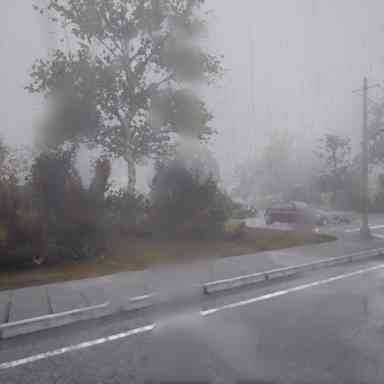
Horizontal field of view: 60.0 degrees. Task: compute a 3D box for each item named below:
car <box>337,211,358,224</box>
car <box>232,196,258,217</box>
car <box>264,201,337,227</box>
[{"bbox_3d":[10.160,1.698,25.830,1.895,1.301,4.718,0,-1,-39],"label":"car"},{"bbox_3d":[3.921,1.452,33.362,2.150,2.045,5.566,0,-1,-41],"label":"car"},{"bbox_3d":[7.368,1.445,23.627,2.097,1.767,4.553,0,-1,-38],"label":"car"}]
